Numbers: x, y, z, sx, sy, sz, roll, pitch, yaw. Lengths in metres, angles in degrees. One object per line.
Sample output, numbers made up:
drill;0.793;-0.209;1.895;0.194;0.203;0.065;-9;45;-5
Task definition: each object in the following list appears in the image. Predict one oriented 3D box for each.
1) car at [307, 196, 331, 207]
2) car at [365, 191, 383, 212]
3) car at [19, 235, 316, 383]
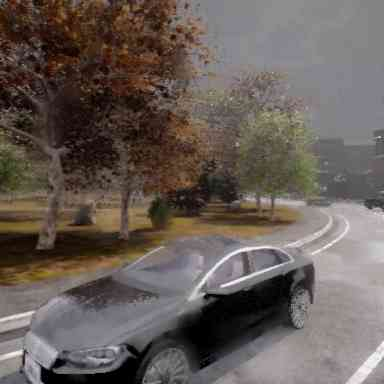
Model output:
car;16.847;1.286;44.144;1.994;1.385;4.181;-1;0;1
car;20.252;0.937;34.723;2.150;2.045;5.566;-1;0;3
car;0.146;1.488;5.034;2.128;1.511;4.902;0;0;45
